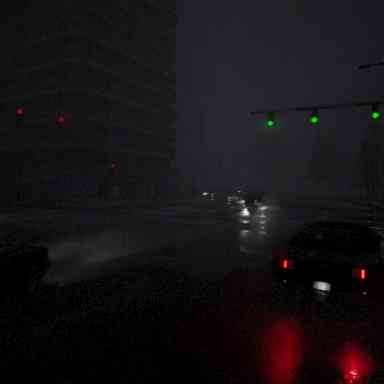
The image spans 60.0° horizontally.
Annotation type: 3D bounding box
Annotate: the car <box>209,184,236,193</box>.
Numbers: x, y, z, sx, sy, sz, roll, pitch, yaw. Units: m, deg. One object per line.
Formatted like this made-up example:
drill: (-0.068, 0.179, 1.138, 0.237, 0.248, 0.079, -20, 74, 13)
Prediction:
car: (5.386, -0.613, 59.460, 2.033, 1.411, 5.357, -1, 2, -29)

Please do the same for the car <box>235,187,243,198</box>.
car: (6.765, 0.057, 39.769, 1.882, 1.535, 5.008, 1, 2, -2)

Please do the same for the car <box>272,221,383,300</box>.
car: (3.450, 1.354, 7.950, 1.895, 1.301, 4.718, 2, 2, 29)

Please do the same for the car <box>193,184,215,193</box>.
car: (1.879, -0.640, 58.571, 1.812, 1.442, 4.674, -1, 2, -30)

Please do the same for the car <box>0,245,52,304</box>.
car: (-4.109, 1.388, 4.832, 1.895, 1.301, 4.718, 1, 2, 8)

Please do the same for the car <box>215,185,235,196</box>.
car: (5.512, -0.176, 49.104, 1.895, 1.301, 4.718, 0, 2, -15)

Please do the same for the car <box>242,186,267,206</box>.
car: (5.867, 0.430, 30.677, 1.812, 1.442, 4.674, 1, 2, 11)

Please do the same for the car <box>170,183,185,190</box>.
car: (-3.750, -1.181, 70.851, 4.892, 1.490, 1.837, 2, 3, 39)
